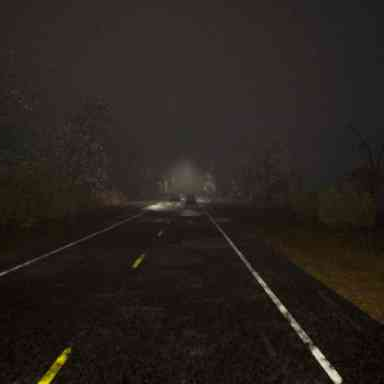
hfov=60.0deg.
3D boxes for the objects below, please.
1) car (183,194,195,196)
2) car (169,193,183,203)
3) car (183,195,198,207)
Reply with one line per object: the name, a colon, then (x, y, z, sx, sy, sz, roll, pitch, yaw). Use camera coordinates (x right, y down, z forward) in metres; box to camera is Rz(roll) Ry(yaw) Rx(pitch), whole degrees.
car: (-0.282, 1.379, 70.794, 2.150, 2.045, 5.566, 0, 0, 0)
car: (-3.796, 1.384, 73.633, 2.150, 2.045, 5.566, 0, 0, 0)
car: (-0.094, 1.681, 54.094, 1.994, 1.385, 4.181, 0, 0, 0)
